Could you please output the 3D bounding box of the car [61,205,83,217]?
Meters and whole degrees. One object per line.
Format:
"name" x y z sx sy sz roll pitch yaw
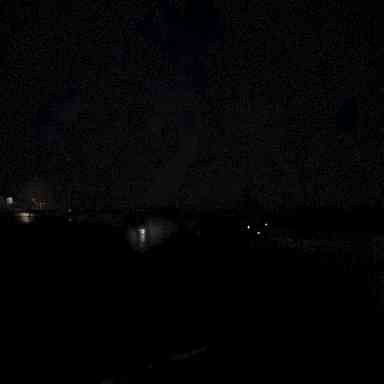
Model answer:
"car" -17.507 2.652 48.462 2.097 1.767 4.553 -3 0 -35

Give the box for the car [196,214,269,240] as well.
"car" 2.392 2.028 20.314 1.895 1.301 4.718 -3 0 -37

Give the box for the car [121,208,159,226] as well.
"car" -4.854 2.246 30.458 1.837 1.490 4.892 -3 2 -36
